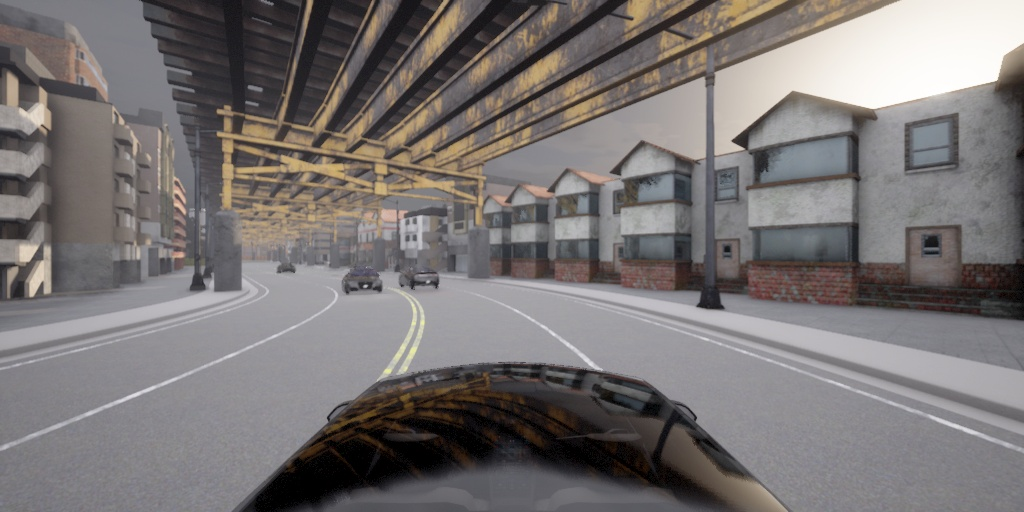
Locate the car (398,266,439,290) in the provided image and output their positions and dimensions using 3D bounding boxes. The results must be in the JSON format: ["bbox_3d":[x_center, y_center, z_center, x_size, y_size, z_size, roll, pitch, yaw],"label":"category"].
[{"bbox_3d":[-6.447,1.454,24.534,2.128,1.511,4.902,0,-1,-29],"label":"car"}]

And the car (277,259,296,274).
[{"bbox_3d":[-33.779,1.751,53.710,2.097,1.767,4.553,0,-1,-39],"label":"car"}]

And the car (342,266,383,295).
[{"bbox_3d":[-9.147,1.519,21.818,1.994,1.385,4.181,0,-1,-29],"label":"car"}]
